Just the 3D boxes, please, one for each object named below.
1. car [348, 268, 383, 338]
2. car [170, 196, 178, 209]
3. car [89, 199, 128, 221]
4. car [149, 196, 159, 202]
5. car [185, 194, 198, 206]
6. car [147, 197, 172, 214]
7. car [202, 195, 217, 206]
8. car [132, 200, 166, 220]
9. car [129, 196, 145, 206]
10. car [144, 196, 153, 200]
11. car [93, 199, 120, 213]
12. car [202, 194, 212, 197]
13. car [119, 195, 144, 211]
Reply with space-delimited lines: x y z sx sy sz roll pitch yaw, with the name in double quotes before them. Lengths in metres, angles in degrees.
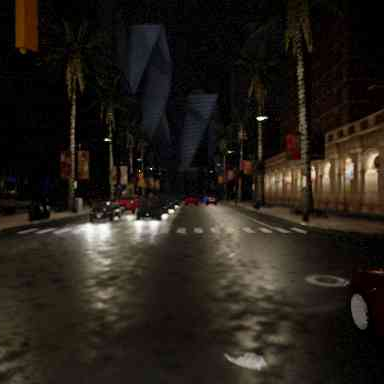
"car" 3.593 1.492 3.692 1.882 1.535 5.008 0 0 0
"car" -3.585 1.529 47.663 2.097 1.767 4.553 0 0 0
"car" -7.133 1.596 27.945 2.128 1.511 4.902 0 0 0
"car" -10.541 1.820 91.571 2.231 1.521 4.892 0 0 -1
"car" -0.062 1.441 59.218 2.150 2.045 5.566 0 0 -1
"car" -3.631 1.645 37.802 1.837 1.490 4.892 0 0 0
"car" 3.433 1.712 59.589 2.128 1.511 4.902 0 0 -1
"car" -3.634 1.672 29.092 1.994 1.385 4.181 0 0 0
"car" -10.198 1.585 62.199 2.185 1.767 4.553 0 0 -1
"car" -7.083 1.725 47.915 2.033 1.411 5.357 0 0 0
"car" -10.241 1.663 40.267 2.161 1.482 4.786 0 0 -1
"car" 3.312 1.474 69.669 2.150 2.045 5.566 0 0 -1
"car" -7.132 1.361 37.406 2.150 2.045 5.566 0 0 0
